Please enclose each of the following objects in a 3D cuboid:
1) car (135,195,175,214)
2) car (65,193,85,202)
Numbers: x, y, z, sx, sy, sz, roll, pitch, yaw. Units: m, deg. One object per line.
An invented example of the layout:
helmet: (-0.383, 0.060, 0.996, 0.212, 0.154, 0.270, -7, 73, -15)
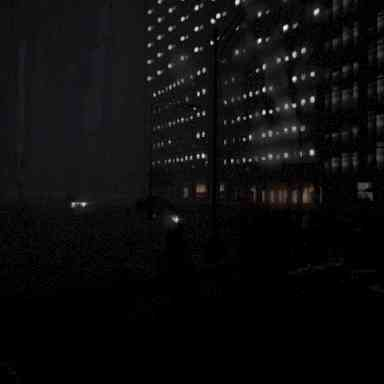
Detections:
car: (-3.312, 1.047, 29.175, 1.882, 1.535, 5.008, 1, 0, -35)
car: (-17.430, 0.771, 49.645, 1.895, 1.301, 4.718, 1, 0, -34)
